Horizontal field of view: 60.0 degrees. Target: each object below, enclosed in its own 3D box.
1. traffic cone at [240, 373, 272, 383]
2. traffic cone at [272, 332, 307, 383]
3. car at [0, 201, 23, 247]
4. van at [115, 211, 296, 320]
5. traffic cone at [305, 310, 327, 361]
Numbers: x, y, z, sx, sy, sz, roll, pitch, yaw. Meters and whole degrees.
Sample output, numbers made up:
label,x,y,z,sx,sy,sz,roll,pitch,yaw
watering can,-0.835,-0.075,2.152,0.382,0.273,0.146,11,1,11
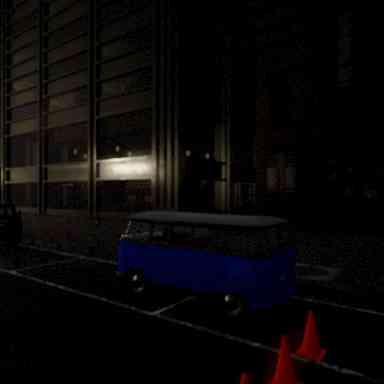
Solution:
label,x,y,z,sx,sy,sz,roll,pitch,yaw
traffic cone,0.481,1.954,3.028,0.340,0.580,0.340,0,0,36
traffic cone,1.071,1.954,3.836,0.340,0.580,0.340,0,0,36
car,-8.925,1.298,13.670,5.009,1.841,2.192,0,0,36
van,0.130,1.336,7.048,3.998,1.788,1.690,0,0,36
traffic cone,1.661,1.954,4.643,0.340,0.580,0.340,0,0,36
